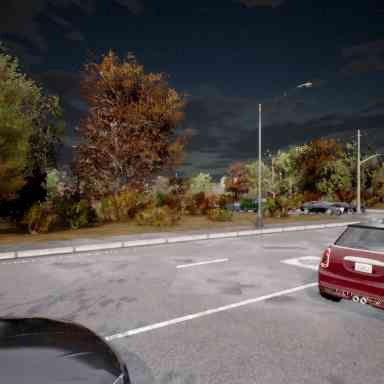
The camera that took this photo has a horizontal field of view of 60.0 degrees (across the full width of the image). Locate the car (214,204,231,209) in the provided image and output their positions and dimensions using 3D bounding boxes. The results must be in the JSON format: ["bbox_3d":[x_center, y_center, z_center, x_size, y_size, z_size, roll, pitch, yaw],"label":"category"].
[{"bbox_3d":[3.626,2.635,52.773,1.895,1.301,4.718,0,-3,-32],"label":"car"}]

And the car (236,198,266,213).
[{"bbox_3d":[8.823,1.767,44.433,2.150,2.045,5.566,0,-3,-32],"label":"car"}]

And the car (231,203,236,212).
[{"bbox_3d":[6.896,2.563,54.135,2.033,1.411,5.357,0,-3,-32],"label":"car"}]

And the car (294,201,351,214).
[{"bbox_3d":[14.052,1.708,36.044,2.128,1.511,4.902,0,-1,-32],"label":"car"}]

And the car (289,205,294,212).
[{"bbox_3d":[12.107,2.009,45.779,1.882,1.535,5.008,0,-3,-32],"label":"car"}]

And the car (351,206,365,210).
[{"bbox_3d":[17.093,1.826,37.790,1.895,1.301,4.718,0,-1,-32],"label":"car"}]

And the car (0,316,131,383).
[{"bbox_3d":[-2.718,1.492,1.814,4.902,1.511,2.128,0,0,-35],"label":"car"}]

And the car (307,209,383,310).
[{"bbox_3d":[4.773,1.362,7.098,4.553,1.767,2.097,0,0,-35],"label":"car"}]
